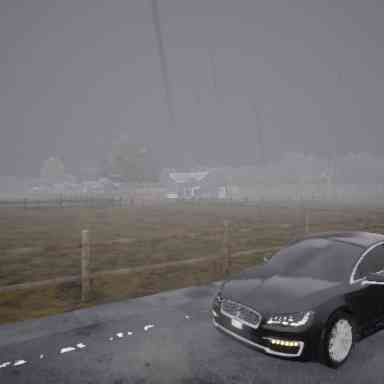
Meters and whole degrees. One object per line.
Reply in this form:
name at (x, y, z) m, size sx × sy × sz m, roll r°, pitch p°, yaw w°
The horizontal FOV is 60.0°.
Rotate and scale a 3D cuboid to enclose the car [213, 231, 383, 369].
car at (2.574, 1.500, 5.822) m, size 4.892 × 1.490 × 1.837 m, roll 0°, pitch 0°, yaw -35°
